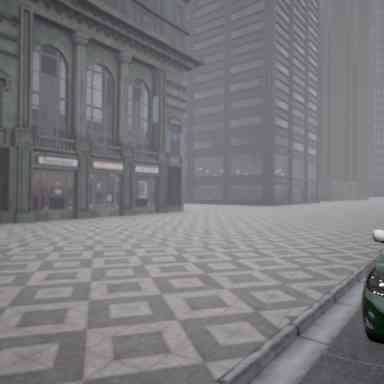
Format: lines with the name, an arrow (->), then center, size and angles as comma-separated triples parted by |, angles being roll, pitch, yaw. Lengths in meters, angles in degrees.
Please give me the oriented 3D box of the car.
car -> 4.662, 1.231, 5.806 | 2.150, 2.045, 5.566 | 0, 0, 39
